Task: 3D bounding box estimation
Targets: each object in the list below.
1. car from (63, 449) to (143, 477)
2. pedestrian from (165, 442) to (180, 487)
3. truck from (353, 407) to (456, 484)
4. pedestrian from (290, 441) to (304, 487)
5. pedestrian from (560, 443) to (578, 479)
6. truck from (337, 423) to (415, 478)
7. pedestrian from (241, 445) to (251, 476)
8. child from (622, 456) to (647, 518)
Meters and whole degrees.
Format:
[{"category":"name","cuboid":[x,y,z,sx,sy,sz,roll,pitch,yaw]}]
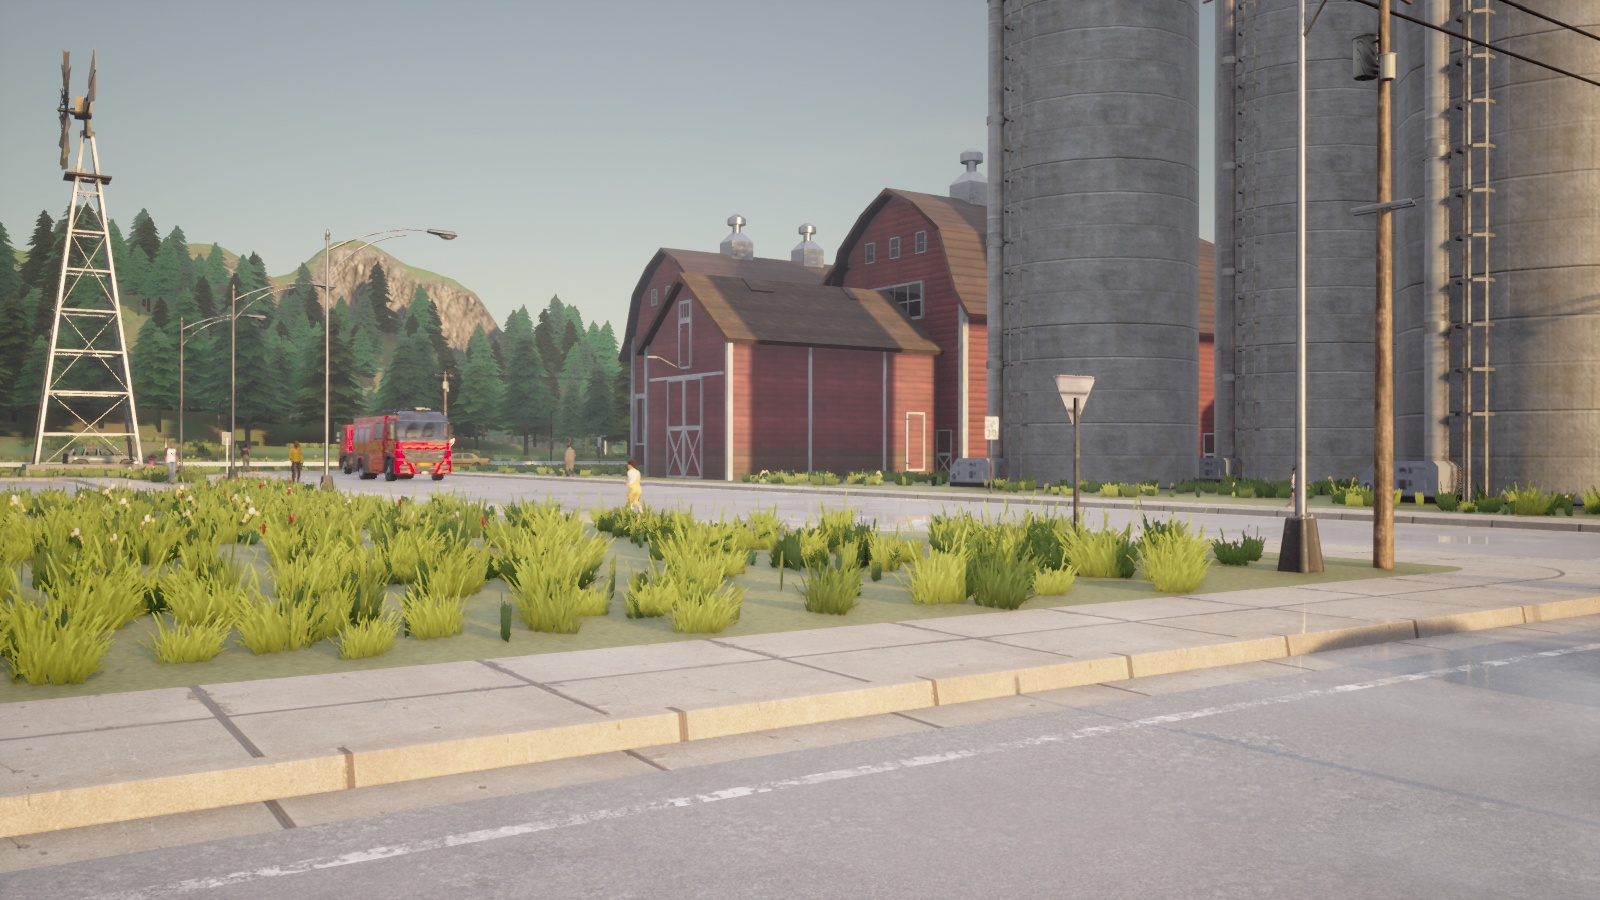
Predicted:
[{"category":"car","cuboid":[-47.238,0.870,85.081,4.605,1.855,1.932,0,0,-33]},{"category":"pedestrian","cuboid":[-25.421,0.588,50.858,0.354,1.836,0.706,0,0,-45]},{"category":"truck","cuboid":[-21.017,-0.213,66.353,2.891,3.827,8.468,0,0,-34]},{"category":"pedestrian","cuboid":[-20.222,0.566,50.447,0.370,1.835,0.726,0,0,-34]},{"category":"pedestrian","cuboid":[-12.695,0.596,69.016,0.659,1.952,0.873,0,0,-36]},{"category":"truck","cuboid":[-28.143,0.026,83.127,2.891,3.462,7.936,0,0,-34]},{"category":"pedestrian","cuboid":[-34.711,0.666,78.721,0.402,1.930,0.666,0,0,-5]},{"category":"child","cuboid":[-3.393,0.750,25.713,0.437,1.263,0.270,0,0,39]}]
